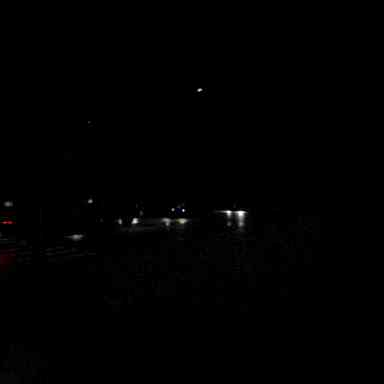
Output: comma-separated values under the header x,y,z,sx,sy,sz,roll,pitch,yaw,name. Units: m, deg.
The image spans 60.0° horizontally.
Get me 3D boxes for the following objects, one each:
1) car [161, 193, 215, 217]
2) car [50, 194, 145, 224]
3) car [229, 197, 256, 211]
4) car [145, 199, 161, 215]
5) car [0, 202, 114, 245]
x,y,z,sx,sy,sz,roll,pitch,yaw,name
0.005,1.115,30.326,2.150,2.045,5.566,0,0,35,car
-5.999,1.158,21.877,2.150,2.045,5.566,0,0,35,car
6.070,1.354,38.850,1.837,1.490,4.892,0,0,36,car
-4.117,1.388,30.139,1.882,1.535,5.008,0,0,35,car
-6.361,1.444,15.410,2.128,1.511,4.902,0,0,35,car
